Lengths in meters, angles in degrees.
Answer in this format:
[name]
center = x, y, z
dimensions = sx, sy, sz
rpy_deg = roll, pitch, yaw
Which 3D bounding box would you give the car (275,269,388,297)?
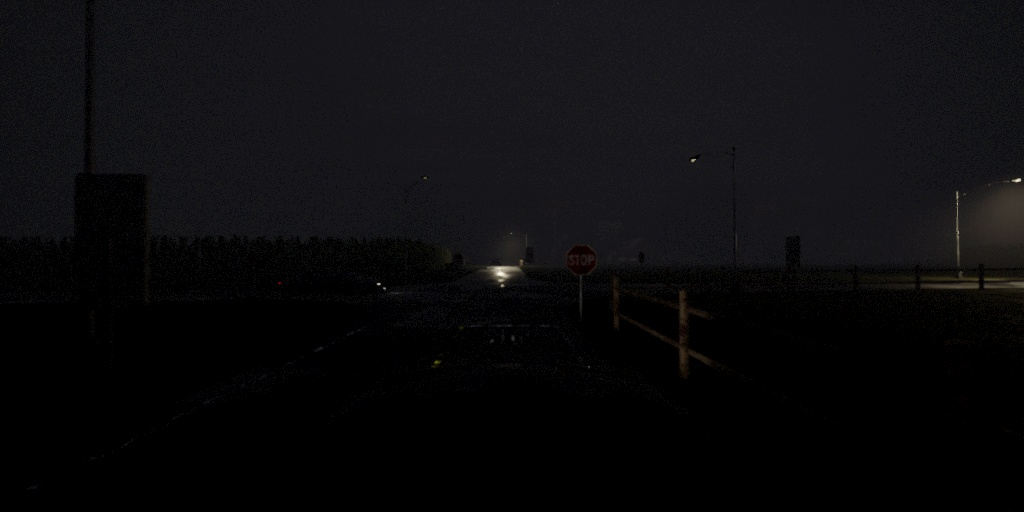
[car]
center = -9.649, 1.401, 19.427
dimensions = 5.357, 1.411, 2.033
rpy_deg = 0, 0, -5
